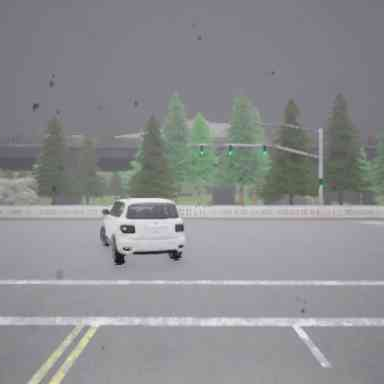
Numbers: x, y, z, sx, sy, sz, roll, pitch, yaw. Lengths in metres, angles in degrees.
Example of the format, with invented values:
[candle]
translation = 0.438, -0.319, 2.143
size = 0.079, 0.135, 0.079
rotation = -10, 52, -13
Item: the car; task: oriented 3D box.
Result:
[car]
translation = -1.972, 1.228, 12.224
size = 2.150, 2.045, 5.566
rotation = 1, 0, -20
